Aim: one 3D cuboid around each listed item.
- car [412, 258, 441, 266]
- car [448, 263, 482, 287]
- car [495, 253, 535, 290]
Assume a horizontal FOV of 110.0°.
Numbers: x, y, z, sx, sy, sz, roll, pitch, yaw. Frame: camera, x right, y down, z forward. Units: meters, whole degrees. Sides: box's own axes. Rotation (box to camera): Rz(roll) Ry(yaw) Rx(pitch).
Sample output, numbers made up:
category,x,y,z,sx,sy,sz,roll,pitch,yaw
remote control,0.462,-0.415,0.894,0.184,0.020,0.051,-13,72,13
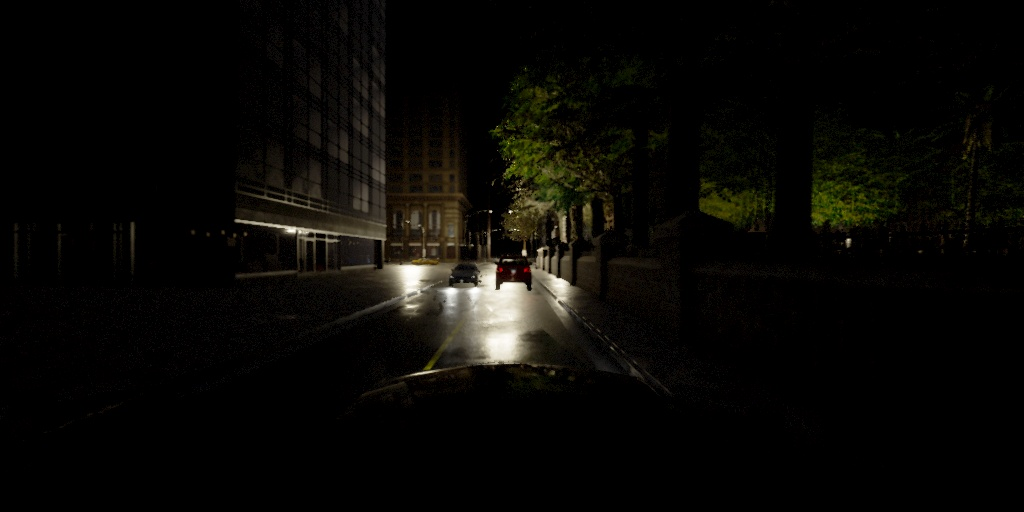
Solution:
category,x,y,z,sx,sy,sz,roll,pitch,yaw
car,-14.916,1.032,62.380,4.829,1.417,1.751,0,0,0
car,-3.092,1.242,24.405,1.812,1.442,4.674,0,0,0
car,0.109,0.943,22.584,2.150,2.045,5.566,0,0,1
